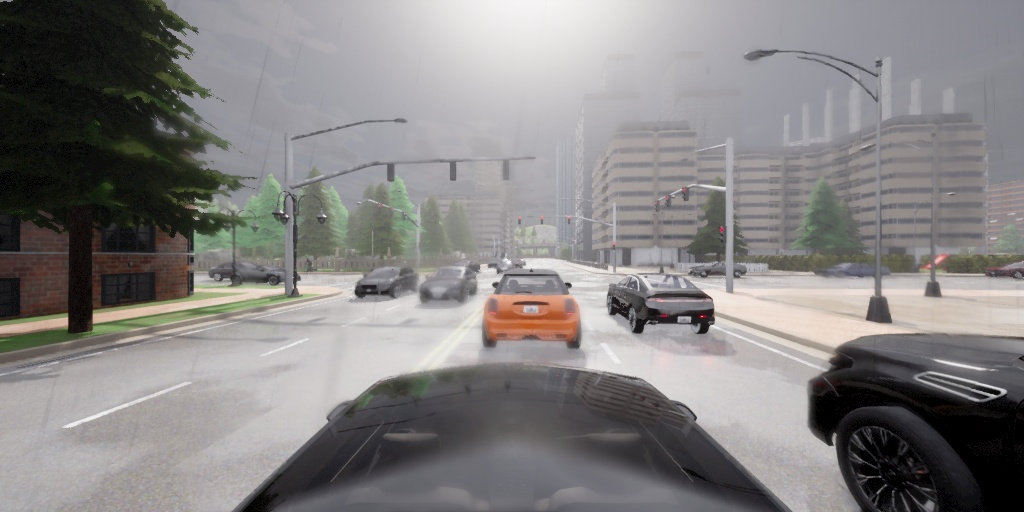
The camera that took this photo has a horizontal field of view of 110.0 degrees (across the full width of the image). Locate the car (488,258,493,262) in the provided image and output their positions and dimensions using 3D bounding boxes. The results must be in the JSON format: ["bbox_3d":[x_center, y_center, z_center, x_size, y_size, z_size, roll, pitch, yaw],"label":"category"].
[{"bbox_3d":[-2.773,1.102,58.160,2.097,1.767,4.553,0,0,4],"label":"car"}]

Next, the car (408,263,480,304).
[{"bbox_3d":[-2.728,1.241,16.357,2.128,1.511,4.902,0,0,4],"label":"car"}]

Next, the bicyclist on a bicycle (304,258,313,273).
[{"bbox_3d":[-22.756,1.051,40.073,0.582,1.620,1.656,0,0,4],"label":"bicyclist on a bicycle"}]

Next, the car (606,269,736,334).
[{"bbox_3d":[4.093,1.241,10.614,2.128,1.511,4.902,0,0,4],"label":"car"}]

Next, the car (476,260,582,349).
[{"bbox_3d":[0.518,1.102,9.387,2.097,1.767,4.553,0,0,3],"label":"car"}]

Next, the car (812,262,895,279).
[{"bbox_3d":[30.773,1.297,32.422,5.357,1.411,2.033,0,0,4],"label":"car"}]

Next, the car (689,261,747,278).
[{"bbox_3d":[19.004,1.241,33.271,4.902,1.511,2.128,0,0,4],"label":"car"}]

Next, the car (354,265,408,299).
[{"bbox_3d":[-6.117,1.255,18.160,1.837,1.490,4.892,0,0,4],"label":"car"}]

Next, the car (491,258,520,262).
[{"bbox_3d":[-0.641,1.242,39.681,2.128,1.511,4.902,0,0,5],"label":"car"}]

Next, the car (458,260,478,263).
[{"bbox_3d":[-5.131,1.242,40.177,2.128,1.511,4.902,0,0,21],"label":"car"}]

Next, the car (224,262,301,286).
[{"bbox_3d":[-17.216,1.314,25.156,4.181,1.385,1.994,0,0,4],"label":"car"}]

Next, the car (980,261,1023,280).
[{"bbox_3d":[44.861,1.228,31.387,5.008,1.535,1.882,-1,0,4],"label":"car"}]

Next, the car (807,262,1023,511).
[{"bbox_3d":[3.709,0.971,0.777,2.150,2.045,5.566,0,0,0],"label":"car"}]

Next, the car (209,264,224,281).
[{"bbox_3d":[-21.704,1.255,28.993,4.892,1.490,1.837,0,0,4],"label":"car"}]
